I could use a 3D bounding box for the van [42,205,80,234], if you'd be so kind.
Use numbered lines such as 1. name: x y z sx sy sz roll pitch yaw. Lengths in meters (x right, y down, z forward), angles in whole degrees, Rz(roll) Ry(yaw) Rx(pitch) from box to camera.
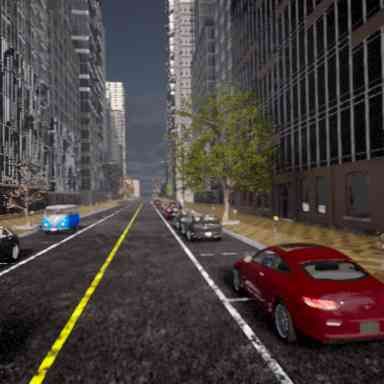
1. van: -8.615 1.765 22.118 1.690 1.788 3.998 -1 -1 -8

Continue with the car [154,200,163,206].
1. car: -7.994 2.534 79.644 1.947 1.339 4.313 -1 -1 -8

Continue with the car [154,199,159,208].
1. car: -5.689 2.312 62.725 1.887 1.381 4.507 -1 -1 -8

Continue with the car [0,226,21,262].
1. car: -7.075 1.822 10.835 2.008 1.369 4.403 -1 -1 -8

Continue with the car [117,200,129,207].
1. car: -15.529 2.604 72.877 1.887 1.381 4.507 -1 -1 -8

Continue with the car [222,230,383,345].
1. car: 1.997 1.616 6.325 1.802 1.307 4.206 -1 -1 -8

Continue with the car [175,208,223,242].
1. car: 0.460 1.742 17.605 2.008 1.369 4.403 -1 -1 -8

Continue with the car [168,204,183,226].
1. car: -0.309 1.817 23.245 2.008 1.369 4.403 -1 -1 -8

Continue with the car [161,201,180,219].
1. car: -1.848 1.853 34.526 1.967 1.590 4.097 -1 -1 -8

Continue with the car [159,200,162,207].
1. car: -2.617 1.925 40.166 1.967 1.590 4.097 -1 -1 -8

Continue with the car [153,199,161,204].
1. car: -9.531 2.664 90.923 1.947 1.339 4.313 -1 -1 -8
